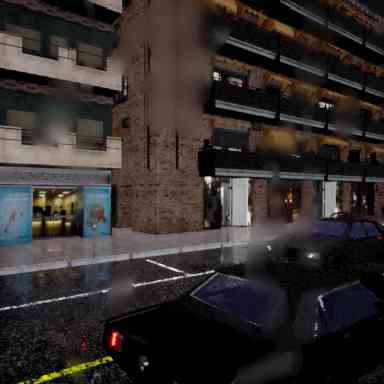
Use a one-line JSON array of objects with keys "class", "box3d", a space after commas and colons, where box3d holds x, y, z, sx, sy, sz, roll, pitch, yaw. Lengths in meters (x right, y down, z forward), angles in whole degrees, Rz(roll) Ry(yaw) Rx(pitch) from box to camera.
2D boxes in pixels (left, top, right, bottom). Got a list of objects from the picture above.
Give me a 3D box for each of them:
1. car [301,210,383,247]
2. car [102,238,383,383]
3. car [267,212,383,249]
[{"class": "car", "box3d": [7.172, 1.583, 15.538, 4.206, 1.307, 1.802, 0, 0, -35]}, {"class": "car", "box3d": [1.426, 1.601, 4.327, 4.718, 1.301, 1.895, 0, 0, -36]}, {"class": "car", "box3d": [4.751, 1.548, 10.628, 5.357, 1.411, 2.033, 0, 0, -35]}]
